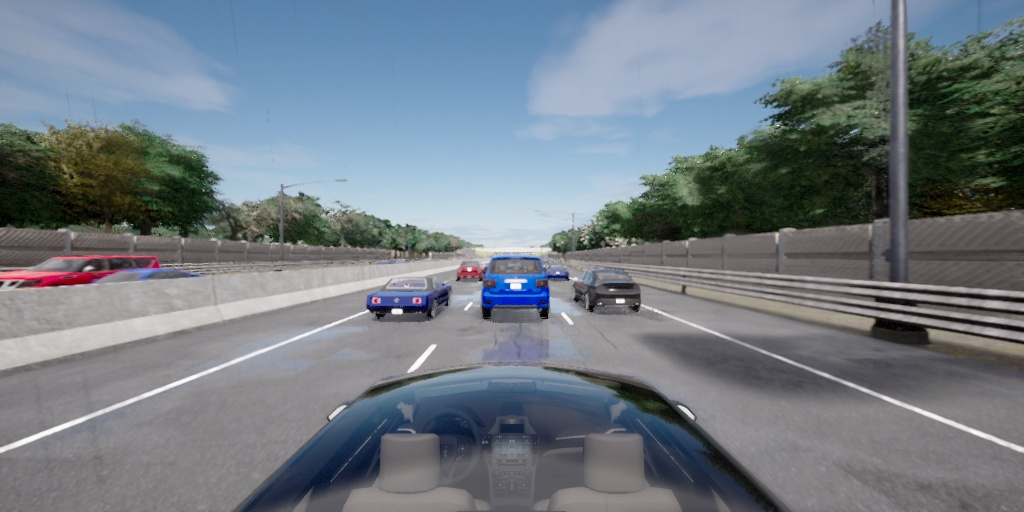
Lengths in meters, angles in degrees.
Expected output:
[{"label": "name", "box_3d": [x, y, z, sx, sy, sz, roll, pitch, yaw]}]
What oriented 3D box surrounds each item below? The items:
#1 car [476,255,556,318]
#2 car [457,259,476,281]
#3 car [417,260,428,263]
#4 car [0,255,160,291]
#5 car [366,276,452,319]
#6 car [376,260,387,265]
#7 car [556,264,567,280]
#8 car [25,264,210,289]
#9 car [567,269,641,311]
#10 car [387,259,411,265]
[{"label": "car", "box_3d": [0.119, 0.975, 13.107, 2.150, 2.045, 5.566, 0, 0, 0]}, {"label": "car", "box_3d": [-3.306, 1.112, 30.067, 2.097, 1.767, 4.553, 0, 0, 0]}, {"label": "car", "box_3d": [-13.741, 1.335, 55.988, 1.994, 1.385, 4.181, 0, 0, 1]}, {"label": "car", "box_3d": [-17.575, 0.974, 14.790, 2.150, 2.045, 5.566, 0, 0, 0]}, {"label": "car", "box_3d": [-3.382, 1.354, 12.827, 1.895, 1.301, 4.718, 0, 0, 0]}, {"label": "car", "box_3d": [-20.673, 1.321, 59.465, 2.033, 1.411, 5.357, 0, 0, 1]}, {"label": "car", "box_3d": [3.699, 1.324, 30.881, 1.994, 1.385, 4.181, 0, 0, 0]}, {"label": "car", "box_3d": [-14.077, 1.230, 13.612, 1.882, 1.535, 5.008, 0, 0, 0]}, {"label": "car", "box_3d": [3.623, 1.259, 14.396, 1.837, 1.490, 4.892, 0, 0, 0]}, {"label": "car", "box_3d": [-17.232, 1.319, 56.024, 2.033, 1.411, 5.357, 0, 0, 1]}]
